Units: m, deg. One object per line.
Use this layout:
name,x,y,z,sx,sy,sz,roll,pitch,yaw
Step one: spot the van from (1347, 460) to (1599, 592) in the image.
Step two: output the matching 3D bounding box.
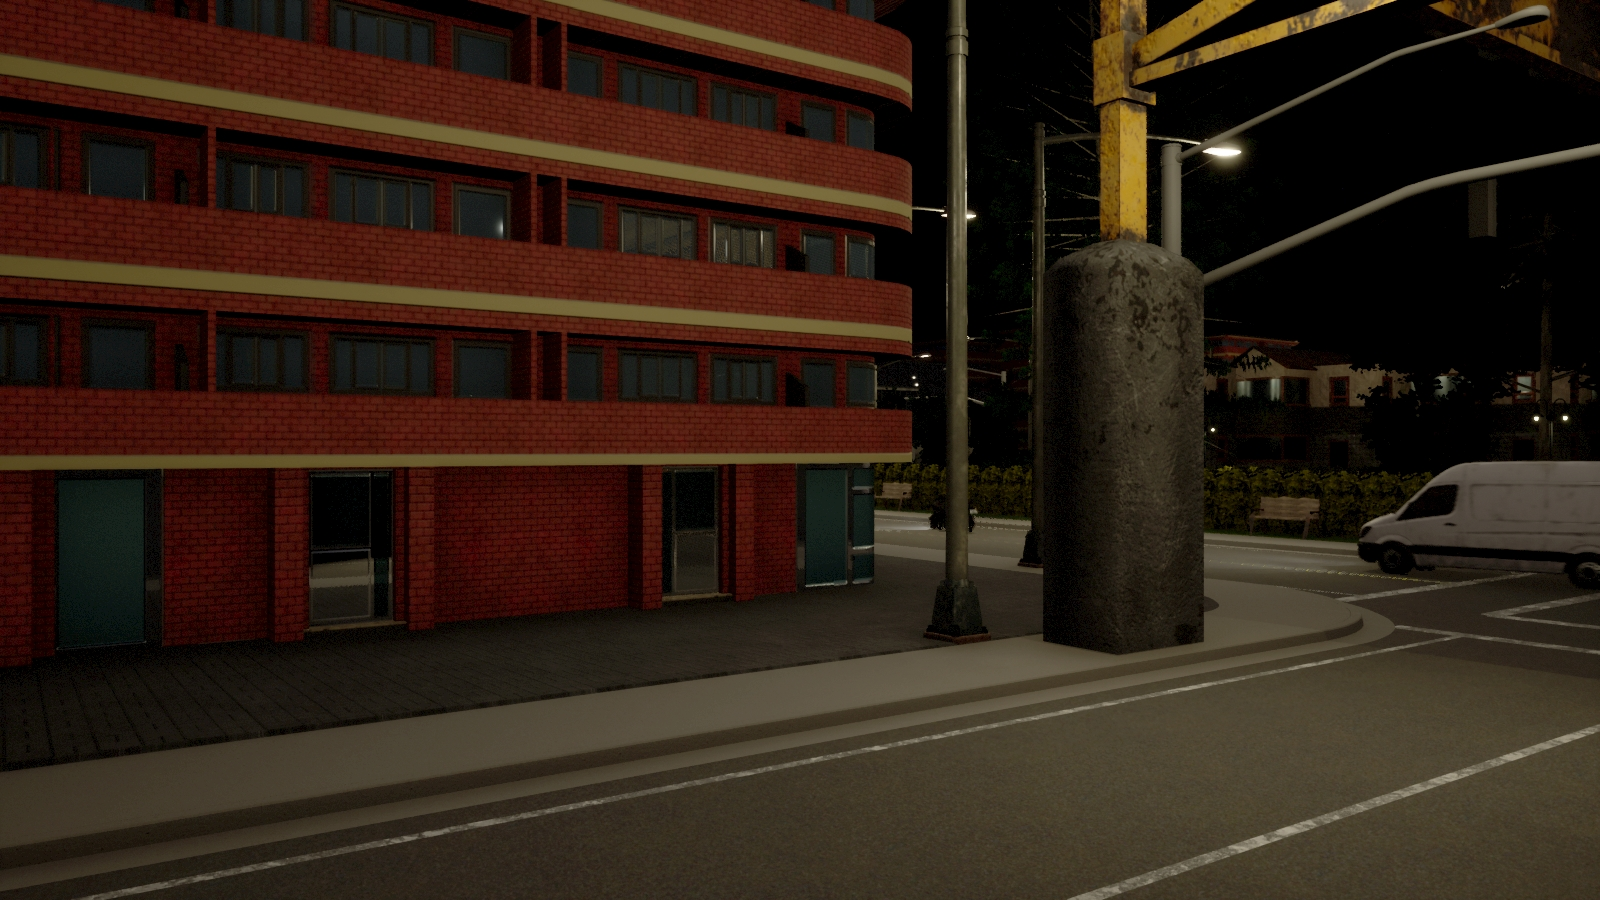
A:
van,15.233,1.523,24.616,1.988,2.561,5.915,0,0,-42
